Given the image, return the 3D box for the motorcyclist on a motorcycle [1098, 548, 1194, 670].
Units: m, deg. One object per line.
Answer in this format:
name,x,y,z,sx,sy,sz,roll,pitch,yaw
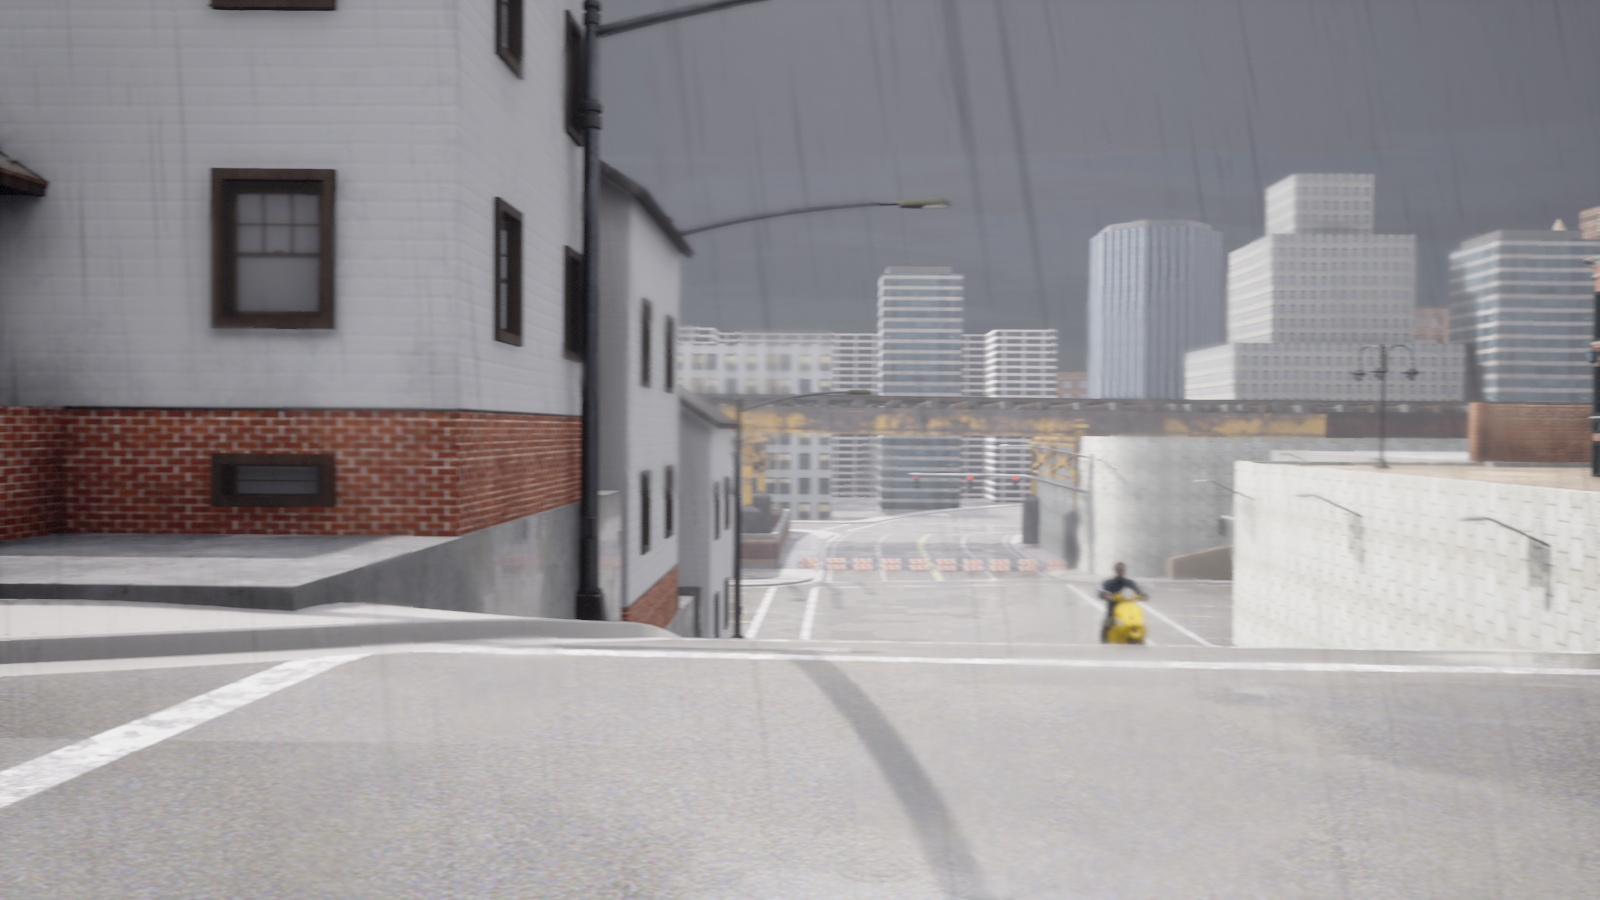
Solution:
motorcyclist on a motorcycle,4.945,2.323,18.092,0.866,1.590,1.817,-1,-12,2
